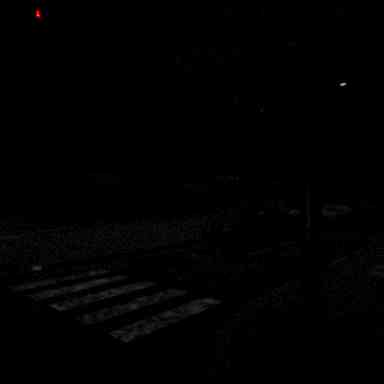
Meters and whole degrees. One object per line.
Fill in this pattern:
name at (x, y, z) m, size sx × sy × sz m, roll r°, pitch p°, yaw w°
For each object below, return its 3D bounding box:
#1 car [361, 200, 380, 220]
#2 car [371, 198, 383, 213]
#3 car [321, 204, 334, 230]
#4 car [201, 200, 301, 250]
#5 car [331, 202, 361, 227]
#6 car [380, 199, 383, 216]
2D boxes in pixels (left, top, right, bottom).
car at (13.277, 1.468, 26.690) m, size 1.947 × 1.339 × 4.313 m, roll -2°, pitch -1°, yaw 41°
car at (20.425, 1.391, 34.794) m, size 2.008 × 1.369 × 4.403 m, roll -2°, pitch -1°, yaw 41°
car at (6.128, 1.545, 18.586) m, size 1.802 × 1.307 × 4.206 m, roll -2°, pitch -1°, yaw 41°
car at (2.549, 1.309, 14.536) m, size 2.192 × 1.841 × 5.009 m, roll -2°, pitch -1°, yaw 41°
car at (9.589, 1.459, 22.511) m, size 1.752 × 1.417 × 4.829 m, roll -2°, pitch -1°, yaw 41°
car at (16.850, 1.437, 30.741) m, size 1.947 × 1.339 × 4.313 m, roll -2°, pitch -1°, yaw 41°
